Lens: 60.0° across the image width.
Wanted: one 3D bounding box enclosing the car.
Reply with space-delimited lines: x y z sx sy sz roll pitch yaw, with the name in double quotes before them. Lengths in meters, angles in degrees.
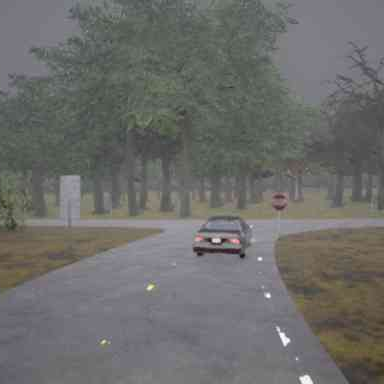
"car" 1.383 1.674 13.469 2.033 1.411 5.357 0 0 13
